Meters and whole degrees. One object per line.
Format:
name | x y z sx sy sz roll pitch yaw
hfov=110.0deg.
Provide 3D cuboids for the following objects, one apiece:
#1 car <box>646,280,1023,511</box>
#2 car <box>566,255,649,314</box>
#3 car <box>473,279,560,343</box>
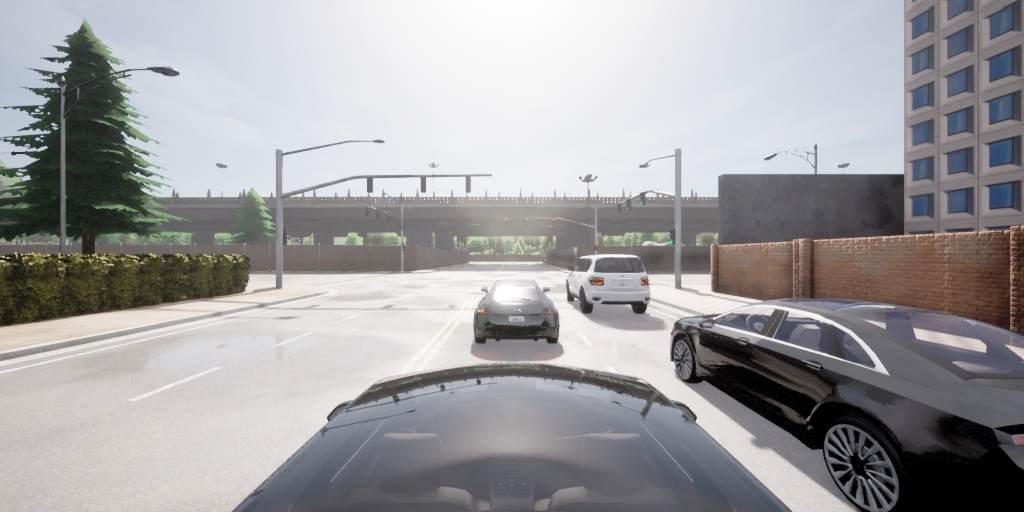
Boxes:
car | 3.597 1.242 4.192 2.128 1.511 4.902 0 0 0
car | 3.499 0.971 13.998 2.150 2.045 5.566 0 0 0
car | 0.099 1.314 9.655 1.994 1.385 4.181 0 0 0
